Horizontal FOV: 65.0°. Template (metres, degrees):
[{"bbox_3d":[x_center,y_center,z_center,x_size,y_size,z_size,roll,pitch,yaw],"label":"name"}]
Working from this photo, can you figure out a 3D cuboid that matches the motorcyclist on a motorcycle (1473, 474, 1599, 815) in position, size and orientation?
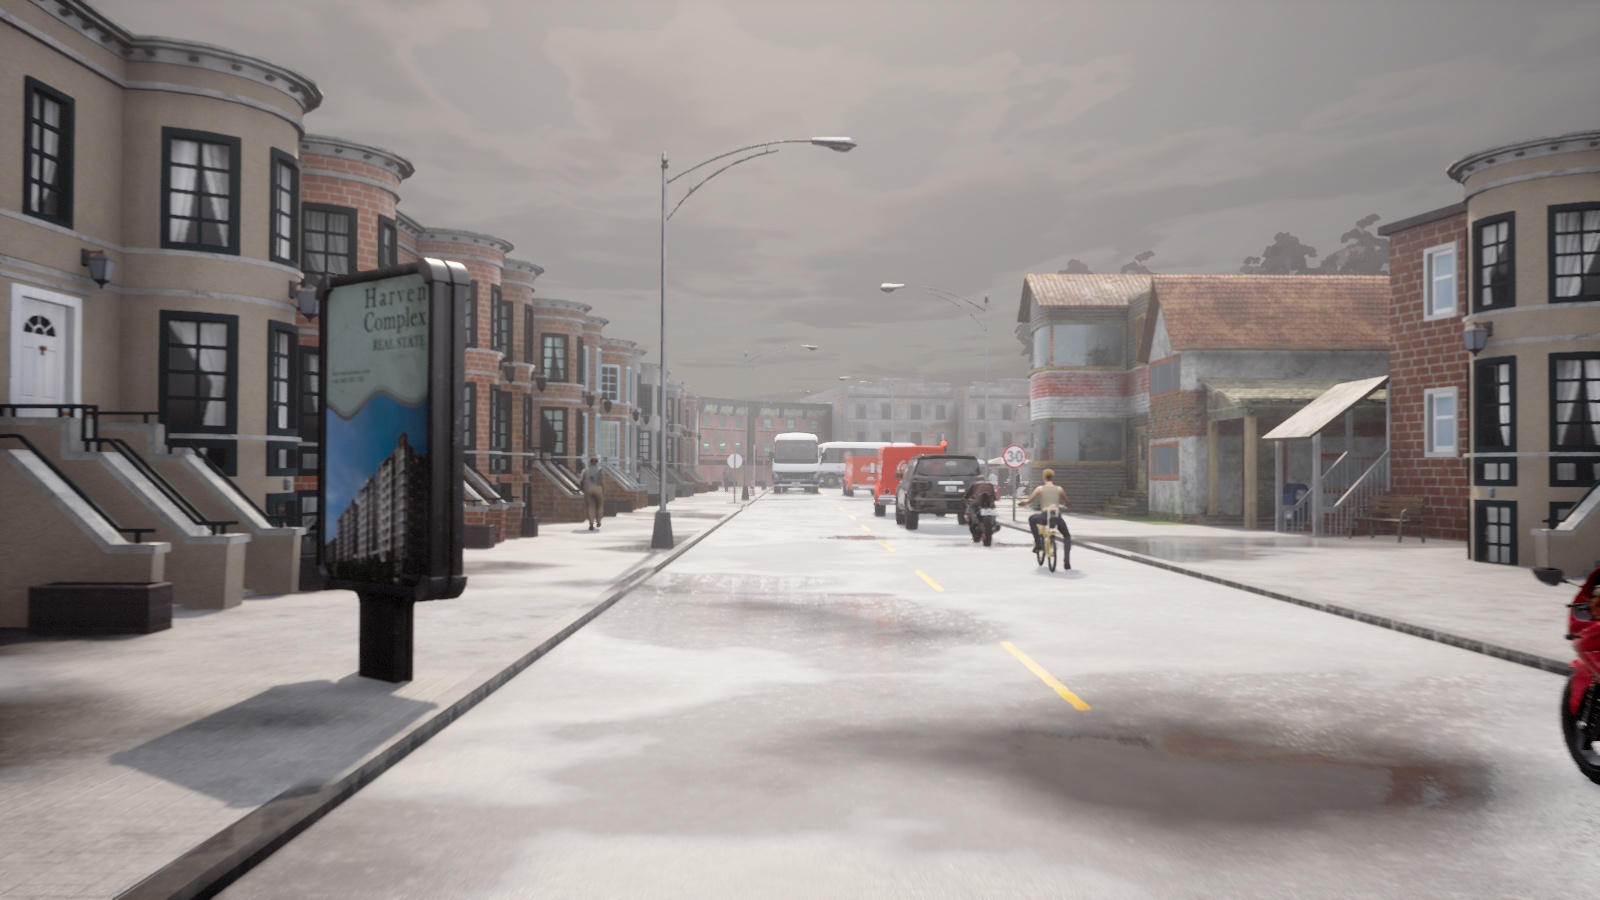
[{"bbox_3d":[3.987,0.875,5.654,0.797,1.523,2.044,0,-1,0],"label":"motorcyclist on a motorcycle"}]

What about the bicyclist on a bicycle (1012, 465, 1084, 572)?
[{"bbox_3d":[3.948,1.071,20.123,0.866,1.612,1.509,0,1,0],"label":"bicyclist on a bicycle"}]

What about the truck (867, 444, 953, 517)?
[{"bbox_3d":[3.887,1.071,45.315,2.627,2.467,5.204,0,-1,0],"label":"truck"}]

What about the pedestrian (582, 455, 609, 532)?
[{"bbox_3d":[-4.998,1.059,30.728,0.540,1.848,0.694,0,-1,-1],"label":"pedestrian"}]

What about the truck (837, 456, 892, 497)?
[{"bbox_3d":[4.001,1.629,78.706,2.627,2.467,5.204,0,-1,-6],"label":"truck"}]

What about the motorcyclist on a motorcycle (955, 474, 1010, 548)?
[{"bbox_3d":[3.936,1.289,27.208,0.866,1.530,2.191,0,-1,0],"label":"motorcyclist on a motorcycle"}]

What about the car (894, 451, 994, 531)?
[{"bbox_3d":[3.915,1.107,35.201,2.150,2.045,5.566,0,-1,0],"label":"car"}]

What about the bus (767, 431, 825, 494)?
[{"bbox_3d":[-0.232,0.949,90.204,3.944,4.253,10.273,0,-1,0],"label":"bus"}]
